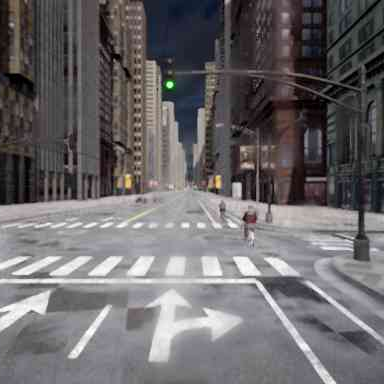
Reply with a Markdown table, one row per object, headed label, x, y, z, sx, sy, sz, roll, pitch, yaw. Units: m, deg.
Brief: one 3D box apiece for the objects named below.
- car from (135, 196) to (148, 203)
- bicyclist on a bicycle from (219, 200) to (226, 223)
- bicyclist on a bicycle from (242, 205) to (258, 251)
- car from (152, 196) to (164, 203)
| label | x | y | z | sx | sy | sz | roll | pitch | yaw |
| --- | --- | --- | --- | --- | --- | --- | --- | --- | --- |
| car | -9.761 | 1.476 | 64.548 | 1.994 | 1.385 | 4.181 | 0 | 0 | 0 |
| bicyclist on a bicycle | 2.249 | 1.430 | 24.459 | 0.582 | 1.620 | 1.656 | 0 | 0 | 0 |
| bicyclist on a bicycle | 2.276 | 1.380 | 13.248 | 0.659 | 1.776 | 1.843 | 2 | 0 | 0 |
| car | -6.511 | 1.456 | 64.548 | 2.033 | 1.411 | 5.357 | 0 | 0 | 0 |
